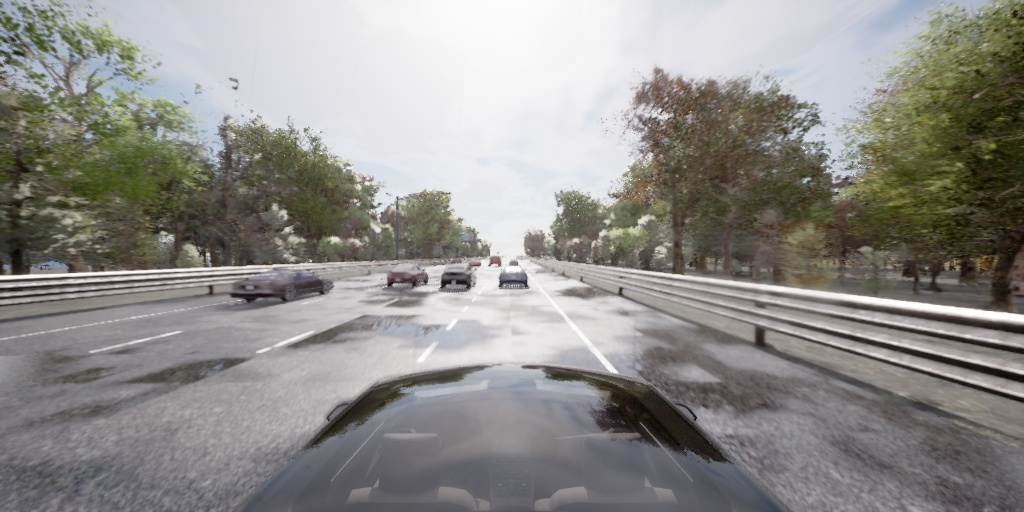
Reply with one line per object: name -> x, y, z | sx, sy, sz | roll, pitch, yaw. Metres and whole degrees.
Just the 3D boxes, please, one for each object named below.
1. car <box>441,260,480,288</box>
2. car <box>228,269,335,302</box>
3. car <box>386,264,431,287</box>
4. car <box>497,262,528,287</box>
car -> -3.404, 1.252, 23.457 | 1.837, 1.490, 4.892 | 0, 1, 0
car -> -10.435, 1.295, 16.800 | 2.033, 1.411, 5.357 | 0, 0, 0
car -> -6.902, 1.272, 24.015 | 1.812, 1.442, 4.674 | 0, 0, 0
car -> 0.101, 1.309, 24.838 | 1.994, 1.385, 4.181 | 0, 0, 0
